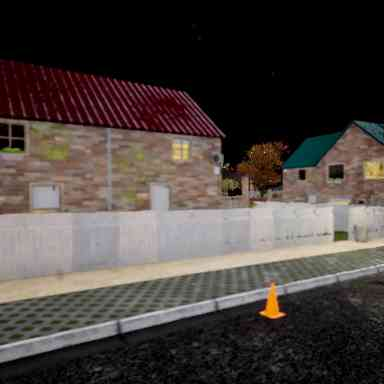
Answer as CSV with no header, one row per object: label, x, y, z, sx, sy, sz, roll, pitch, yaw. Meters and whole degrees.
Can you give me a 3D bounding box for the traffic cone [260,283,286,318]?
traffic cone,1.526,2.011,6.276,0.340,0.580,0.340,1,0,-34
